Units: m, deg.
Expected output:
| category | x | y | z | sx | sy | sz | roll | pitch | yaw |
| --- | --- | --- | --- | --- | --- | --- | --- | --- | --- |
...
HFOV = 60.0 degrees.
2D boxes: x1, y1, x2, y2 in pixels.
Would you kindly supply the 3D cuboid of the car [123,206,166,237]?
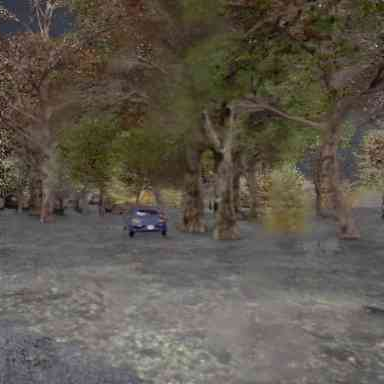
| category | x | y | z | sx | sy | sz | roll | pitch | yaw |
| --- | --- | --- | --- | --- | --- | --- | --- | --- | --- |
| car | -2.596 | 1.467 | 17.763 | 1.812 | 1.442 | 4.674 | 0 | 0 | -17 |
